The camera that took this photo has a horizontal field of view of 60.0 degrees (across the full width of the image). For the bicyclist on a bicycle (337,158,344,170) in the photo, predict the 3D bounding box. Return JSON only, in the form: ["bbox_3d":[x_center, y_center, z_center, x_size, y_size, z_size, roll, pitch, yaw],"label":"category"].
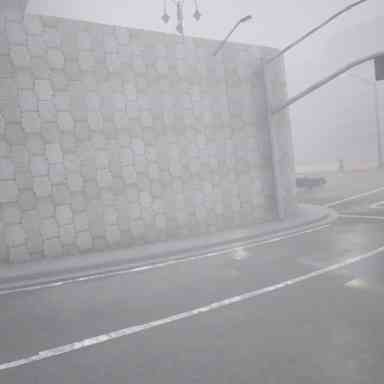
[{"bbox_3d":[20.051,-3.826,44.881,1.656,1.620,0.582,-11,6,-35],"label":"bicyclist on a bicycle"}]

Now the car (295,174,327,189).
[{"bbox_3d":[10.003,-1.018,30.958,1.895,1.301,4.718,-11,6,-35],"label":"car"}]
